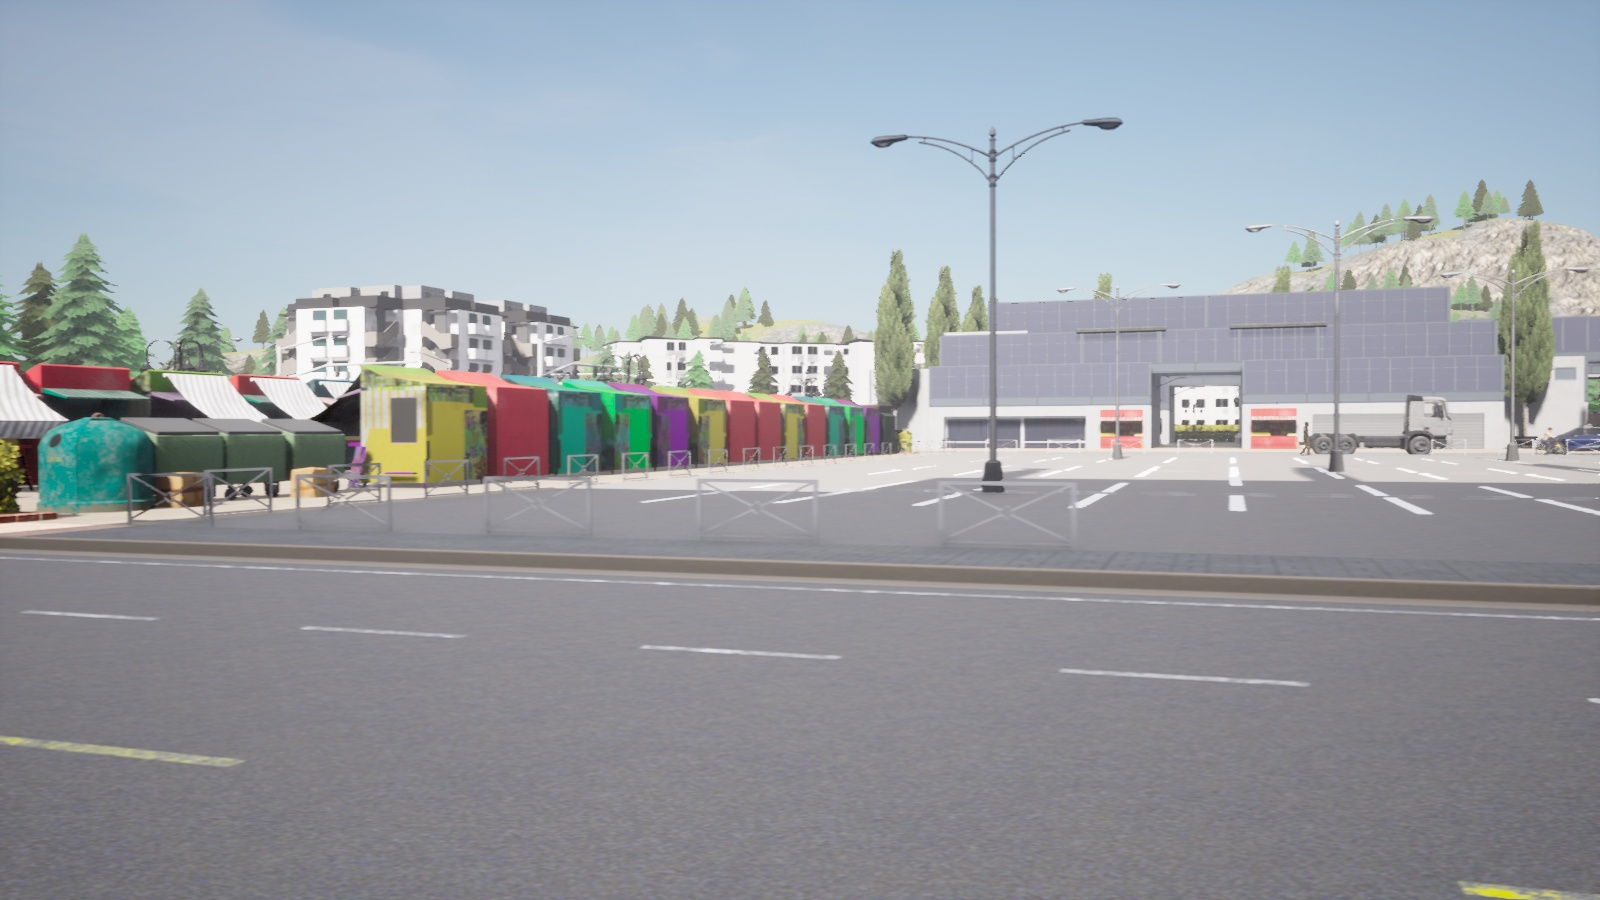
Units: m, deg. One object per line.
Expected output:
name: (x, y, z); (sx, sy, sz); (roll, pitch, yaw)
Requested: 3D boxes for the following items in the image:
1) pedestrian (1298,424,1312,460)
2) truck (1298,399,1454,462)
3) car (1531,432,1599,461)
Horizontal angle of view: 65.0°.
pedestrian: (26.884, -0.431, 66.884); (0.692, 1.930, 0.395); (1, 1, 23)
truck: (32.870, -1.130, 72.048); (7.936, 3.462, 2.891); (1, 1, 20)
car: (46.419, -0.208, 74.579); (4.856, 1.649, 2.033); (1, 1, 19)
